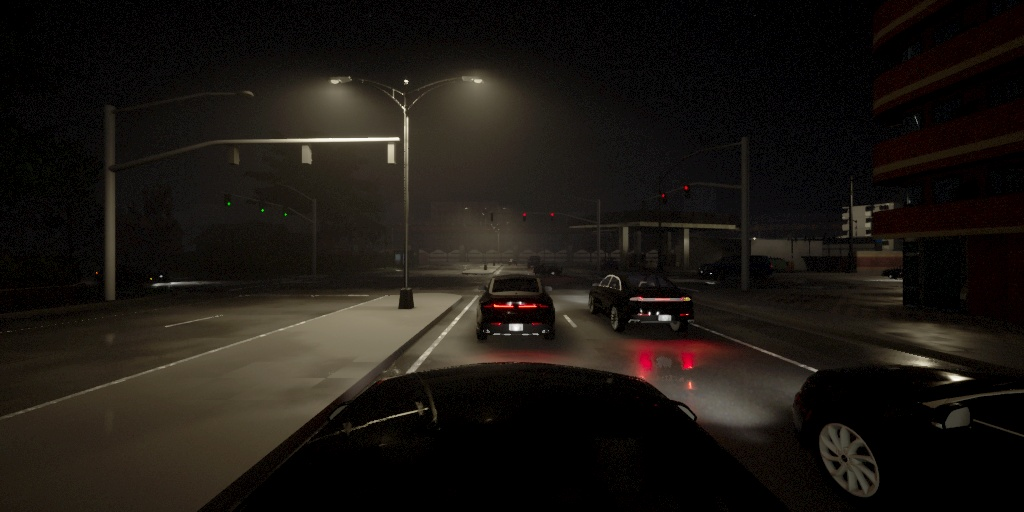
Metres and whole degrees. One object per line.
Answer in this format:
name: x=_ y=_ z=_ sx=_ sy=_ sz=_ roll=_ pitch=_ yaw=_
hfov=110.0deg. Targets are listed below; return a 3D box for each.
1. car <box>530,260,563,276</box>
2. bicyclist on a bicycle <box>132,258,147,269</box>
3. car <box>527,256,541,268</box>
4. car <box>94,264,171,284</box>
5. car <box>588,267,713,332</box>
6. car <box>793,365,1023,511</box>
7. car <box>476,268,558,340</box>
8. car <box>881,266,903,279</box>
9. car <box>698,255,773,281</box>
car: x=3.601 y=1.351 z=36.811 sx=1.895 sy=1.301 sz=4.718 roll=0 pitch=0 yaw=-10
bicyclist on a bicycle: x=-38.211 y=1.053 z=36.732 sx=0.582 sy=1.620 sz=1.656 roll=0 pitch=0 yaw=0
car: x=3.731 y=0.971 z=60.901 sx=2.150 sy=2.045 sz=5.566 roll=0 pitch=0 yaw=0
car: x=-27.749 y=1.314 z=26.308 sx=4.181 sy=1.385 sz=1.994 roll=0 pitch=0 yaw=0
car: x=3.607 y=1.242 z=10.838 sx=2.128 sy=1.511 sz=4.902 roll=0 pitch=0 yaw=0
car: x=3.600 y=1.255 z=1.430 sx=1.837 sy=1.490 sz=4.892 roll=0 pitch=0 yaw=0
car: x=0.100 y=1.255 z=9.984 sx=1.837 sy=1.490 sz=4.892 roll=0 pitch=0 yaw=0
car: x=34.374 y=1.298 z=30.070 sx=5.357 sy=1.411 sz=2.033 roll=0 pitch=0 yaw=-1
car: x=18.545 y=0.972 z=29.853 sx=5.566 sy=2.045 sz=2.150 roll=0 pitch=0 yaw=-1
